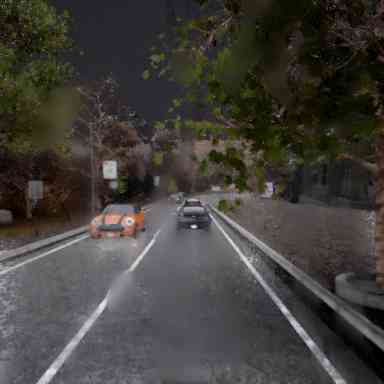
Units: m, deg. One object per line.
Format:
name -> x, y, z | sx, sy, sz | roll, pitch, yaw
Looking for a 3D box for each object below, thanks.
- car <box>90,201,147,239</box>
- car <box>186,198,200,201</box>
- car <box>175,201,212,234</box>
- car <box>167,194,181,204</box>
car -> -3.603, 1.320, 16.933 | 2.097, 1.767, 4.553 | 0, 0, 0
car -> 0.090, 1.409, 37.500 | 1.882, 1.535, 5.008 | 0, 0, 0
car -> 0.095, 1.469, 18.949 | 1.837, 1.490, 4.892 | 0, 0, 0
car -> -3.095, 1.215, 58.820 | 2.097, 1.767, 4.553 | 0, 1, 4
